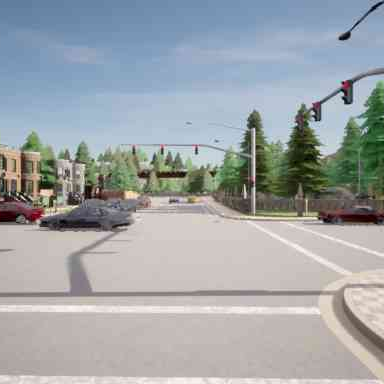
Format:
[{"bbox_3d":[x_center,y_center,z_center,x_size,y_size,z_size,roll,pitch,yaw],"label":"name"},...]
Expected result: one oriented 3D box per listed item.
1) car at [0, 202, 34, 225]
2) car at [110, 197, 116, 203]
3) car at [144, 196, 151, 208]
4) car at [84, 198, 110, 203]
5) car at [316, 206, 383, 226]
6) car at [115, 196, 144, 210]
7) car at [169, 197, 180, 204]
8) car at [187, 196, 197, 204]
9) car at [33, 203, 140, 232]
[{"bbox_3d":[-12.933,1.477,23.304,5.008,1.535,1.882,0,0,0],"label":"car"},{"bbox_3d":[-10.597,1.491,44.980,2.128,1.511,4.902,0,0,0],"label":"car"},{"bbox_3d":[-7.082,1.352,47.478,2.097,1.767,4.553,0,0,0],"label":"car"},{"bbox_3d":[-10.595,1.505,35.564,1.837,1.490,4.892,0,0,0],"label":"car"},{"bbox_3d":[11.175,1.600,22.934,4.718,1.301,1.895,0,0,2],"label":"car"},{"bbox_3d":[-7.085,1.505,38.277,1.837,1.490,4.892,0,0,0],"label":"car"},{"bbox_3d":[-3.437,1.601,65.254,1.895,1.301,4.718,0,0,0],"label":"car"},{"bbox_3d":[0.063,1.477,64.966,1.882,1.535,5.008,0,0,0],"label":"car"},{"bbox_3d":[-6.089,1.547,19.682,5.357,1.411,2.033,0,0,2],"label":"car"}]
